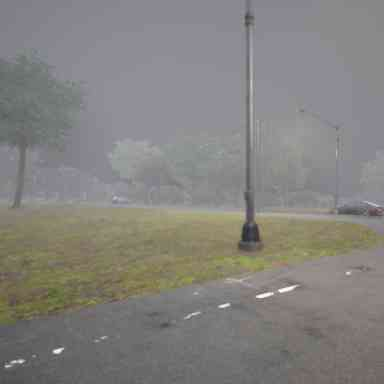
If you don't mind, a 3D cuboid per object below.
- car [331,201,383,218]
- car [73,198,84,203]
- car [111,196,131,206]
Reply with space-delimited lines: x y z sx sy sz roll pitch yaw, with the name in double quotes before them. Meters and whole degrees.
"car" 14.983 1.579 30.158 1.812 1.442 4.674 3 -2 -35
"car" -30.209 2.297 88.704 1.895 1.301 4.718 3 -3 -33
"car" -12.117 1.430 56.900 2.097 1.767 4.553 3 -3 -34
